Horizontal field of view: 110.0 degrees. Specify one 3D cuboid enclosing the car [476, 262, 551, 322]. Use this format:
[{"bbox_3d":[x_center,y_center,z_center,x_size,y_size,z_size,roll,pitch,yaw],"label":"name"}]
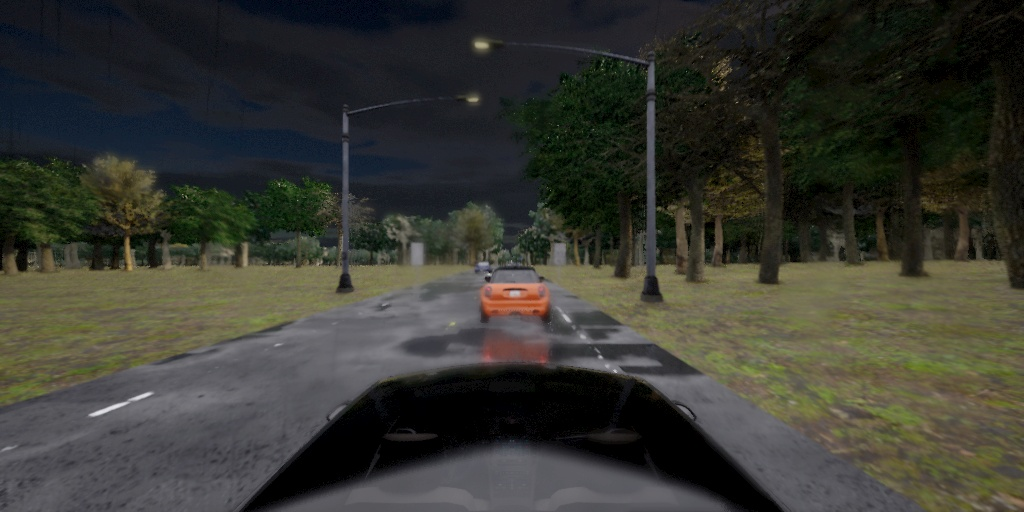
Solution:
[{"bbox_3d":[0.103,1.103,12.418,2.097,1.767,4.553,0,0,0],"label":"car"}]
